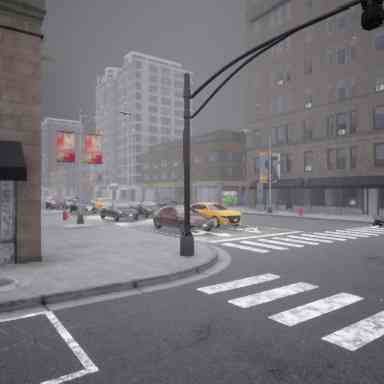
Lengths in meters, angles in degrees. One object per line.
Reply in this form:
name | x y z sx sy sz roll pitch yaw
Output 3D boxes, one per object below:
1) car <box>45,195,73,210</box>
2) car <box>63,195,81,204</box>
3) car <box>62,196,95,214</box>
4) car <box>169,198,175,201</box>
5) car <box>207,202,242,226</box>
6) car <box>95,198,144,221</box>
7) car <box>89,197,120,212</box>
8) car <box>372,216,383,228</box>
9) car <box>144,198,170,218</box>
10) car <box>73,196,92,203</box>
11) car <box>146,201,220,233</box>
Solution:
car | -17.429 1.288 42.874 2.097 1.767 4.553 0 0 -35
car | -21.711 1.407 60.187 1.837 1.490 4.892 0 0 -36
car | -11.433 1.443 34.509 2.128 1.511 4.902 0 0 -36
car | -3.490 1.445 40.493 1.837 1.490 4.892 0 1 -36
car | 1.244 1.451 22.488 1.882 1.535 5.008 0 0 -35
car | -5.988 1.491 26.975 1.812 1.442 4.674 0 0 -36
car | -10.136 1.422 38.272 1.882 1.535 5.008 0 0 -36
car | 12.790 1.542 17.945 2.033 1.411 5.357 0 0 -36
car | -4.199 1.485 30.051 1.812 1.442 4.674 0 0 -36
car | -21.823 1.437 65.888 2.033 1.411 5.357 0 0 -36
car | -0.667 1.505 19.601 1.812 1.442 4.674 0 0 -35
